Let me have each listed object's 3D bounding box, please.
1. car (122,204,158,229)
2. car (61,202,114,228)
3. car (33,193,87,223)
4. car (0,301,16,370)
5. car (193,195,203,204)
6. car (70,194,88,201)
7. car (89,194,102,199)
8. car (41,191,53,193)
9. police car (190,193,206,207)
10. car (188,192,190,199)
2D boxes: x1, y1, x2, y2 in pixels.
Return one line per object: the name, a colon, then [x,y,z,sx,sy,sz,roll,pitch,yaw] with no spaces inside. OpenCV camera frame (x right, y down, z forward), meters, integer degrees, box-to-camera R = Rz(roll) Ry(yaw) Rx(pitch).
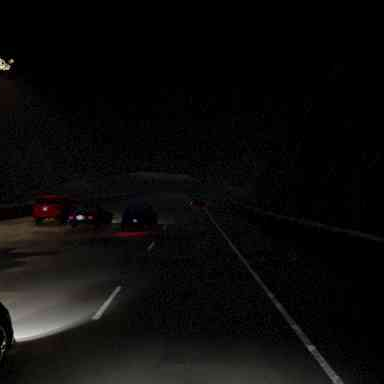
car: [-3.405,1.566,22.360,1.882,1.535,5.008,0,0,0]
car: [-6.906,1.636,23.108,2.033,1.411,5.357,0,0,0]
car: [-10.395,1.306,26.244,2.150,2.045,5.566,0,0,0]
car: [-3.401,1.585,2.843,1.994,1.385,4.181,0,0,0]
car: [1.036,1.348,60.110,1.812,1.442,4.674,0,1,0]
car: [-24.517,1.168,72.311,2.033,1.411,5.357,0,1,0]
car: [-21.017,1.127,72.727,1.812,1.442,4.674,0,1,0]
car: [-31.517,0.876,71.925,2.150,2.045,5.566,0,1,0]
police car: [1.038,1.367,50.210,1.930,1.638,5.238,0,1,0]
car: [-0.017,0.720,82.912,2.097,1.767,4.553,0,1,0]
